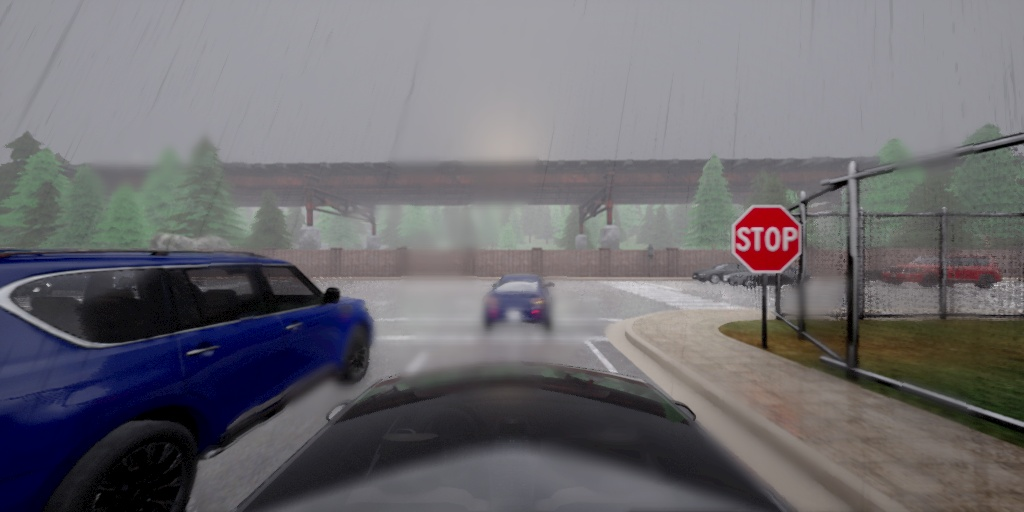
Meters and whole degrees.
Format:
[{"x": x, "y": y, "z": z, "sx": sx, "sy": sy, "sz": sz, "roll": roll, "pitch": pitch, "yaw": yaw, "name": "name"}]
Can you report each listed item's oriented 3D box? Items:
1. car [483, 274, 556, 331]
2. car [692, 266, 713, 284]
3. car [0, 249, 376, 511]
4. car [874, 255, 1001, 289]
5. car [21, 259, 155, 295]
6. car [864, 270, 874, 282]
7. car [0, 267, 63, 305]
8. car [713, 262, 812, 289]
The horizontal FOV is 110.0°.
[{"x": 0.332, "y": 1.258, "z": 10.888, "sx": 1.812, "sy": 1.442, "sz": 4.674, "roll": 0, "pitch": 0, "yaw": 7, "name": "car"}, {"x": 15.551, "y": 1.208, "z": 25.721, "sx": 4.892, "sy": 1.490, "sz": 1.837, "roll": 0, "pitch": 0, "yaw": 1, "name": "car"}, {"x": -3.420, "y": 0.967, "z": 3.833, "sx": 2.150, "sy": 2.045, "sz": 5.566, "roll": 0, "pitch": 0, "yaw": 0, "name": "car"}, {"x": 26.393, "y": 0.933, "z": 22.117, "sx": 5.566, "sy": 2.045, "sz": 2.150, "roll": 0, "pitch": 0, "yaw": 0, "name": "car"}, {"x": -22.239, "y": 1.067, "z": 18.966, "sx": 4.553, "sy": 1.767, "sz": 2.097, "roll": 0, "pitch": 0, "yaw": 0, "name": "car"}, {"x": 27.465, "y": 1.304, "z": 25.602, "sx": 4.718, "sy": 1.301, "sz": 1.895, "roll": 0, "pitch": 0, "yaw": 1, "name": "car"}, {"x": -22.978, "y": 1.227, "z": 15.464, "sx": 4.892, "sy": 1.490, "sz": 1.837, "roll": 0, "pitch": 0, "yaw": 0, "name": "car"}, {"x": 15.690, "y": 1.201, "z": 22.220, "sx": 4.902, "sy": 1.511, "sz": 2.128, "roll": 0, "pitch": 0, "yaw": 1, "name": "car"}]
